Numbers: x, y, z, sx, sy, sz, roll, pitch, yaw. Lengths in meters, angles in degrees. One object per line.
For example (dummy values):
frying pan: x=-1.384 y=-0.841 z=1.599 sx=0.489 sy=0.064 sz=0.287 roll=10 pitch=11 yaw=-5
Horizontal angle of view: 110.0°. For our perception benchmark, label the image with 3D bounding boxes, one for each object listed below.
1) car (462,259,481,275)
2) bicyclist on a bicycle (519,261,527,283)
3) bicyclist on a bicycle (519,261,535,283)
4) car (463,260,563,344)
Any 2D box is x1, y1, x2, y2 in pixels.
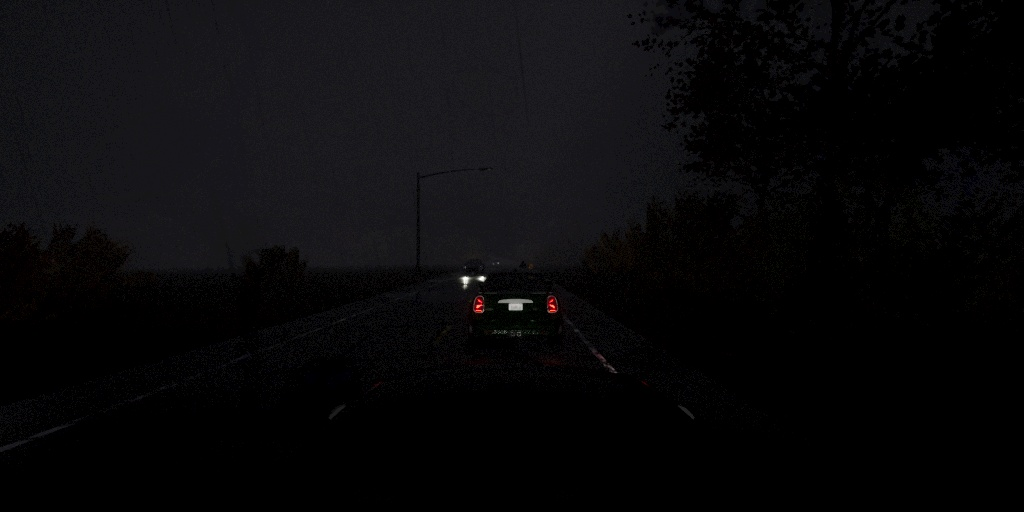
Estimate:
car: x=-3.815 y=1.091 z=36.672 sx=2.097 sy=1.767 sz=4.553 roll=0 pitch=0 yaw=-1
bicyclist on a bicycle: x=0.833 y=1.193 z=27.196 sx=0.582 sy=1.620 sz=1.656 roll=0 pitch=0 yaw=0
bicyclist on a bicycle: x=0.899 y=1.181 z=17.079 sx=0.866 sy=1.612 sz=1.509 roll=0 pitch=0 yaw=0
car: x=0.070 y=1.099 z=9.735 sx=2.097 sy=1.767 sz=4.553 roll=0 pitch=0 yaw=0
